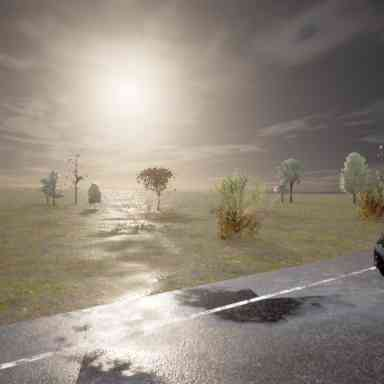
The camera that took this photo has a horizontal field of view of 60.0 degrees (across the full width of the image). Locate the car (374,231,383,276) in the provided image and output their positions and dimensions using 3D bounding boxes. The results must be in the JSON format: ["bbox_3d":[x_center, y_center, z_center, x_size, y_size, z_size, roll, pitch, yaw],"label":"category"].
[{"bbox_3d":[7.164,1.221,8.948,5.566,2.045,2.150,0,0,-35],"label":"car"}]
